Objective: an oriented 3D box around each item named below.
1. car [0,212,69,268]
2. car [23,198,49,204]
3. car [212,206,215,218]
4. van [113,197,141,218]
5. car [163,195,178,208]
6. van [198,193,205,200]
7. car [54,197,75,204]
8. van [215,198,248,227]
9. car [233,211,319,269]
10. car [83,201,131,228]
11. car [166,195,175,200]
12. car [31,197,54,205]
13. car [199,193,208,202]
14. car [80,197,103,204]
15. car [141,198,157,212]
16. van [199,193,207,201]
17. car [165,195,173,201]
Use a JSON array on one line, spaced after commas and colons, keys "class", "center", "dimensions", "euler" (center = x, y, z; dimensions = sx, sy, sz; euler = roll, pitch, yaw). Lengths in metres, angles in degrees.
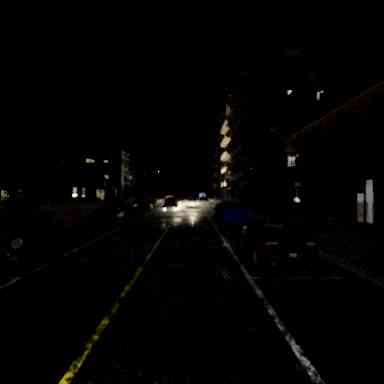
[{"class": "car", "center": [-5.649, 1.443, 11.044], "dimensions": [1.967, 1.590, 4.097], "euler": [1, 0, 0]}, {"class": "car", "center": [-30.696, 1.757, 65.376], "dimensions": [4.206, 1.307, 1.802], "euler": [0, -1, 1]}, {"class": "car", "center": [2.693, 1.567, 28.016], "dimensions": [1.947, 1.339, 4.313], "euler": [1, 0, 0]}, {"class": "van", "center": [-5.651, 1.342, 27.981], "dimensions": [1.690, 1.788, 3.998], "euler": [1, 0, 0]}, {"class": "car", "center": [-3.016, 1.518, 48.021], "dimensions": [1.812, 1.442, 4.674], "euler": [0, 0, 0]}, {"class": "van", "center": [2.680, 1.271, 94.182], "dimensions": [1.690, 1.788, 3.998], "euler": [1, 0, 0]}, {"class": "car", "center": [-25.216, 1.715, 65.303], "dimensions": [4.313, 1.339, 1.947], "euler": [0, -1, 1]}, {"class": "van", "center": [2.698, 1.344, 22.370], "dimensions": [1.690, 1.788, 3.998], "euler": [1, 0, 0]}, {"class": "car", "center": [2.698, 1.548, 11.079], "dimensions": [1.887, 1.381, 4.507], "euler": [1, 0, 0]}, {"class": "car", "center": [-5.653, 1.548, 22.335], "dimensions": [1.887, 1.381, 4.507], "euler": [1, 0, 0]}, {"class": "car", "center": [-5.702, 1.484, 88.563], "dimensions": [1.887, 1.381, 4.507], "euler": [1, 0, 0]}, {"class": "car", "center": [-26.392, 1.475, 56.681], "dimensions": [4.097, 1.590, 1.967], "euler": [0, -1, 1]}, {"class": "car", "center": [2.682, 1.508, 77.441], "dimensions": [2.008, 1.369, 4.403], "euler": [1, 0, 0]}, {"class": "car", "center": [-19.735, 1.674, 65.229], "dimensions": [4.403, 1.369, 2.008], "euler": [0, -1, 1]}, {"class": "car", "center": [-5.655, 1.436, 39.273], "dimensions": [1.967, 1.590, 4.097], "euler": [1, 0, 0]}, {"class": "van", "center": [2.683, 1.289, 83.020], "dimensions": [1.690, 1.788, 3.998], "euler": [1, 0, 0]}, {"class": "car", "center": [-5.701, 1.530, 82.983], "dimensions": [1.802, 1.307, 4.206], "euler": [1, 0, 0]}]
